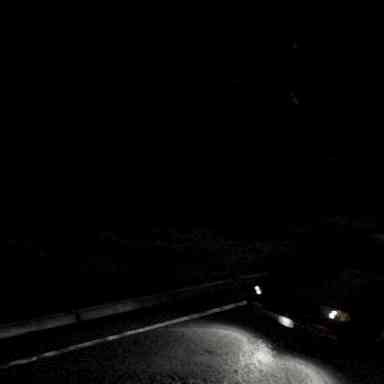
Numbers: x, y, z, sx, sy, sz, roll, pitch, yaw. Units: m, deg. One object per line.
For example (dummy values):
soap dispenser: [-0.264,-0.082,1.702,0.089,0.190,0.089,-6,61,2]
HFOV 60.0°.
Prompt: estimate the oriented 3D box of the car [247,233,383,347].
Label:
car: [3.576,1.569,6.543,5.357,1.411,2.033,0,0,-36]
